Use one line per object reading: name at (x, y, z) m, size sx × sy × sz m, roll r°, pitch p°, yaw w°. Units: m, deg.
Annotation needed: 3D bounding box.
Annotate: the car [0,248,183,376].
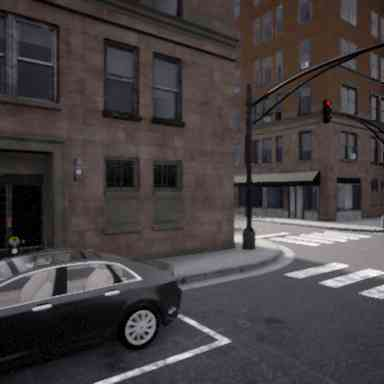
car at (-2.200, 1.550, 4.619) m, size 4.403 × 1.369 × 2.008 m, roll 0°, pitch 0°, yaw -35°
